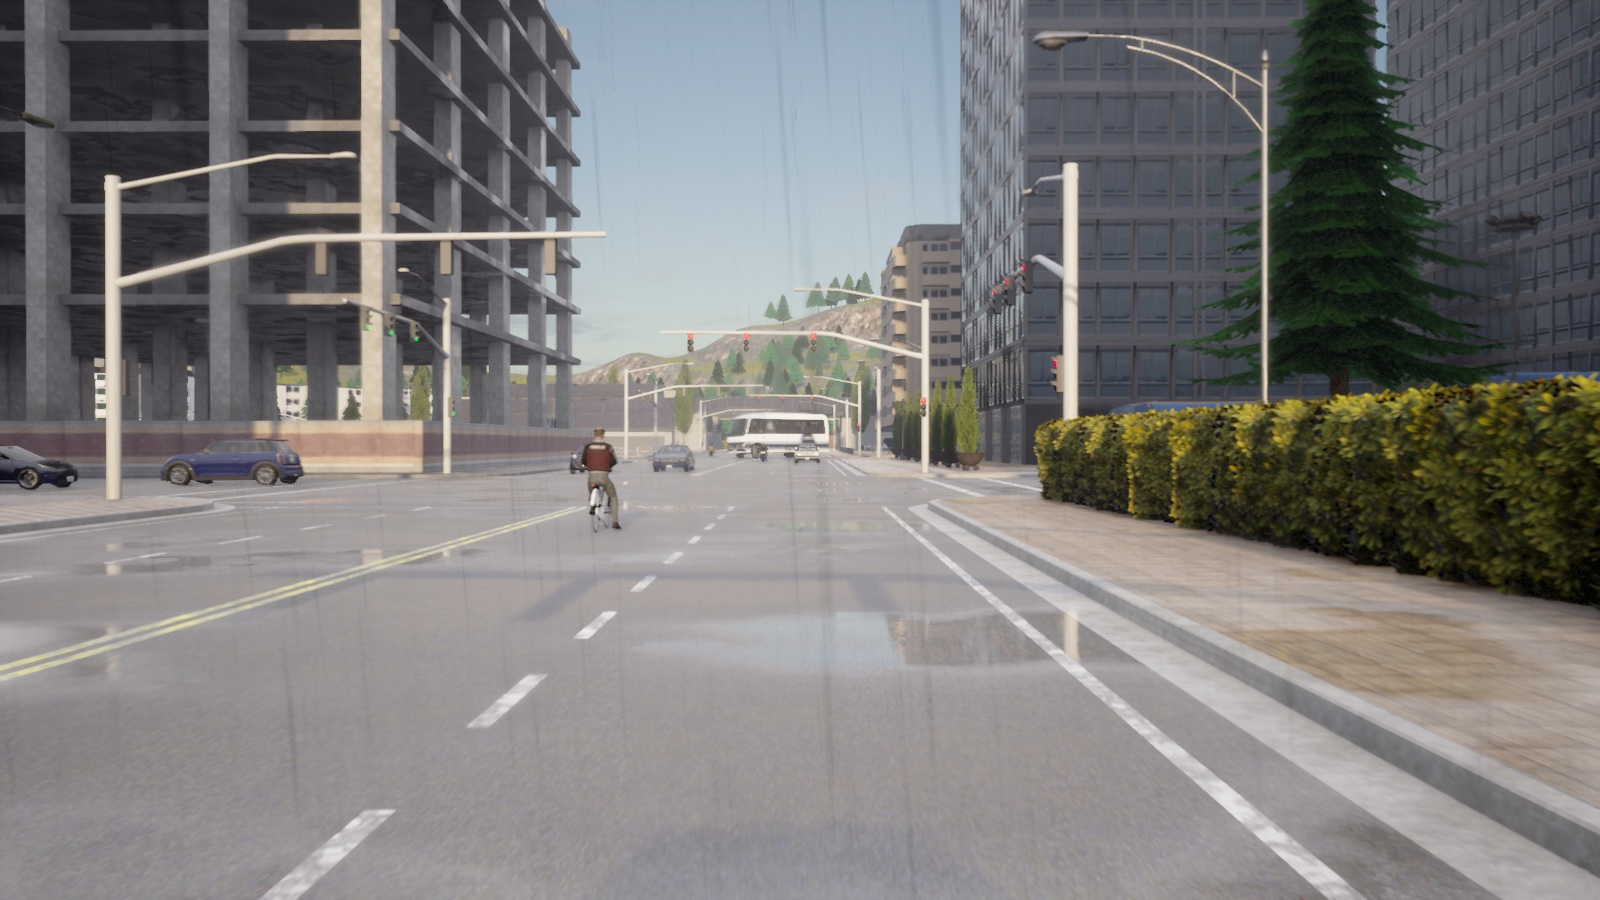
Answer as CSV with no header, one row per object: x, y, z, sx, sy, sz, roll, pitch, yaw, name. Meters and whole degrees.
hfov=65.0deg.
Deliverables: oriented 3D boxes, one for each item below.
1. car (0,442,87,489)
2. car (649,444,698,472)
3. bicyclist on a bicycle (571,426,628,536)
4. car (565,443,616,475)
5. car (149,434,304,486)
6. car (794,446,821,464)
-26.279,0.494,41.015,4.792,1.488,2.163,0,0,1,car
-6.608,0.416,66.186,2.033,1.411,5.357,0,0,0,car
-3.364,0.495,21.187,0.659,1.776,1.843,0,1,0,bicyclist on a bicycle
-10.138,0.408,61.040,1.845,1.501,3.633,0,0,0,car
-20.239,0.338,44.454,4.553,1.767,2.097,0,0,0,car
0.542,0.326,92.576,1.895,1.301,4.718,0,0,0,car
